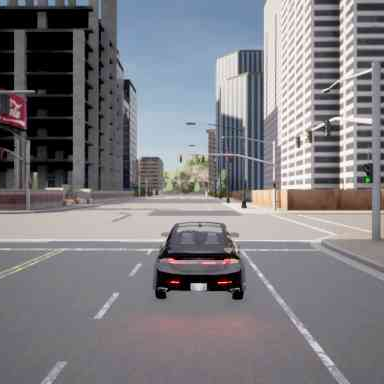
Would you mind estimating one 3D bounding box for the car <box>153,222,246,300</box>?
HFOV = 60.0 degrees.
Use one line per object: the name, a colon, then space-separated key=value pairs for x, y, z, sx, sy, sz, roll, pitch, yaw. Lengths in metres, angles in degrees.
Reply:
car: x=0.200 y=1.492 z=8.403 sx=2.128 sy=1.511 sz=4.902 roll=0 pitch=0 yaw=2
